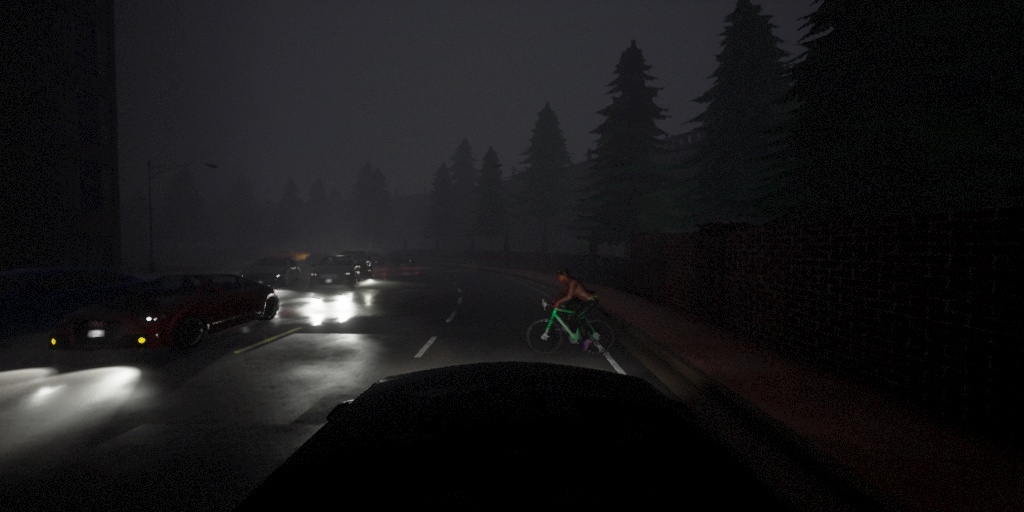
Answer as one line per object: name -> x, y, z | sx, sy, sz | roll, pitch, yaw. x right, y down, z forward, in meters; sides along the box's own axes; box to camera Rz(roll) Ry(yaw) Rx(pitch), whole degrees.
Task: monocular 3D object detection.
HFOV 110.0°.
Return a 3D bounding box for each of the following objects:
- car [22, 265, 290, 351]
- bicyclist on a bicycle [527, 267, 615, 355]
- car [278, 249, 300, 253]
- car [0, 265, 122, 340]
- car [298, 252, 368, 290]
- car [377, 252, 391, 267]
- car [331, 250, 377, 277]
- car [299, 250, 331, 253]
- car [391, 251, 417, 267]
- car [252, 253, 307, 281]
car -> -7.330, 1.100, 8.188 | 1.994, 1.385, 4.181 | 0, 2, -4
bicyclist on a bicycle -> 1.090, 1.037, 6.632 | 1.656, 1.620, 0.582 | 0, 2, 0
car -> -25.147, 0.000, 40.418 | 5.008, 1.535, 1.882 | 0, 2, 22
car -> -10.747, 1.010, 8.031 | 1.882, 1.535, 5.008 | 0, 2, -2
car -> -8.650, 0.736, 17.818 | 2.128, 1.511, 4.902 | 0, 2, -18
car -> -13.512, 0.270, 32.902 | 2.128, 1.511, 4.902 | -2, 2, -45
car -> -10.369, 0.426, 23.296 | 2.097, 1.767, 4.553 | -1, 2, -28
car -> -16.197, 0.377, 30.948 | 5.357, 1.411, 2.033 | 2, 2, 45
car -> -11.268, 0.197, 35.451 | 2.128, 1.511, 4.902 | -2, 2, -44
car -> -12.443, 0.753, 18.758 | 2.033, 1.411, 5.357 | -1, 2, -22
